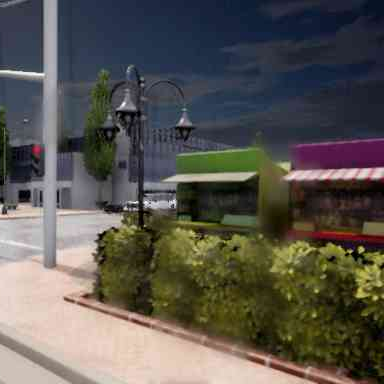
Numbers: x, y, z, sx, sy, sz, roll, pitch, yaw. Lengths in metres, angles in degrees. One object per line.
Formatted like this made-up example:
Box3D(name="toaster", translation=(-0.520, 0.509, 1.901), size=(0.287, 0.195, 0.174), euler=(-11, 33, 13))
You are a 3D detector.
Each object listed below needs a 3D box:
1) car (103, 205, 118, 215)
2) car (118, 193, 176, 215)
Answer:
Box3D(name="car", translation=(-6.093, 1.485, 31.812), size=(1.895, 1.301, 4.718), euler=(0, 0, 37))
Box3D(name="car", translation=(-3.479, 1.123, 29.462), size=(2.150, 2.045, 5.566), euler=(0, 0, 37))
